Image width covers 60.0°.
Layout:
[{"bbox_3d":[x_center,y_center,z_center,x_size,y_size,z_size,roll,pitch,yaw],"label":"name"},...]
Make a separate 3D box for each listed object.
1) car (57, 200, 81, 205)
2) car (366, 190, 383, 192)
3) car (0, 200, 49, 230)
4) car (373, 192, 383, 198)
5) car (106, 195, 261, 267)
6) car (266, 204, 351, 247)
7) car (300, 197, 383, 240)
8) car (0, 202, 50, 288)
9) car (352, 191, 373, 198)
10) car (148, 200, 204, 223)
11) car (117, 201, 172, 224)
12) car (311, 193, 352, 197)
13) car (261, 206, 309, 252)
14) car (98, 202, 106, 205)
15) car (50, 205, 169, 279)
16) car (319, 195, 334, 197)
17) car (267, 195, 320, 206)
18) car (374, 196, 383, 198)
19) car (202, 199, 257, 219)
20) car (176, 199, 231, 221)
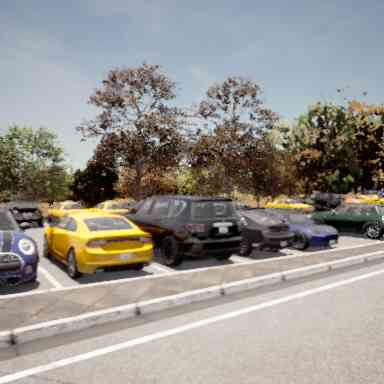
[{"bbox_3d":[-8.291,1.339,22.176,1.946,1.575,5.366,1,0,-35],"label":"car"},{"bbox_3d":[26.131,0.794,45.916,2.435,2.045,5.566,-2,1,-35],"label":"car"},{"bbox_3d":[-10.491,1.318,20.450,2.163,1.488,4.792,2,-1,-35],"label":"car"},{"bbox_3d":[21.453,1.184,42.684,2.097,1.535,5.008,-2,1,-35],"label":"car"},{"bbox_3d":[-0.663,1.135,11.356,2.435,2.045,5.566,1,-1,-35],"label":"car"},{"bbox_3d":[3.932,1.494,14.492,2.163,1.488,4.792,0,0,-35],"label":"car"},{"bbox_3d":[8.513,1.371,17.683,2.185,1.767,4.553,0,0,-35],"label":"car"},{"bbox_3d":[-5.237,1.144,8.171,2.185,1.767,4.553,2,-1,-35],"label":"car"},{"bbox_3d":[19.146,1.121,41.119,2.185,1.767,4.553,-1,1,-35],"label":"car"},{"bbox_3d":[-1.421,1.440,26.734,2.097,1.535,5.008,0,0,-35],"label":"car"},{"bbox_3d":[-3.697,1.449,25.118,2.163,1.488,4.792,1,0,-35],"label":"car"},{"bbox_3d":[14.569,1.097,37.924,2.435,2.045,5.566,-1,1,-35],"label":"car"},{"bbox_3d":[1.640,1.431,12.921,2.231,1.521,4.892,1,0,-35],"label":"car"},{"bbox_3d":[-5.998,1.383,23.775,1.946,1.575,5.366,1,-1,-35],"label":"car"},{"bbox_3d":[-2.939,1.333,9.729,2.097,1.535,5.008,1,-1,-35],"label":"car"},{"bbox_3d":[12.297,1.387,36.313,2.097,1.535,5.008,-1,1,-35],"label":"car"},{"bbox_3d":[10.118,1.416,34.561,1.946,1.575,5.366,-1,1,-35],"label":"car"},{"bbox_3d":[15.336,1.356,22.517,2.185,1.767,4.553,-1,1,-35],"label":"car"},{"bbox_3d":[3.261,1.459,29.998,2.231,1.521,4.892,0,0,-35],"label":"car"},{"bbox_3d":[0.867,1.453,28.330,2.097,1.535,5.008,0,0,-35],"label":"car"}]
